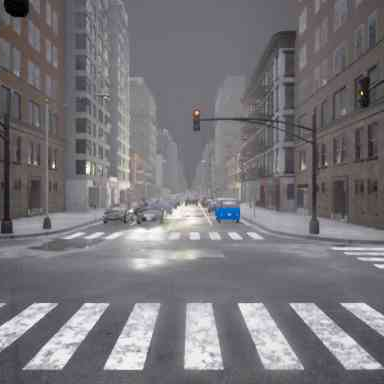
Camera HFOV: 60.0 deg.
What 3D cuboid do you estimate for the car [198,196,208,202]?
[{"bbox_3d":[2.519,1.518,76.068,2.008,1.369,4.403,0,0,0],"label":"car"}]

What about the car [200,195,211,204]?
[{"bbox_3d":[2.537,1.417,64.705,1.967,1.590,4.097,0,0,0],"label":"car"}]

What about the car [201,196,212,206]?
[{"bbox_3d":[2.563,1.572,47.662,1.802,1.307,4.206,0,0,0],"label":"car"}]

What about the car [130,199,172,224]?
[{"bbox_3d":[-2.876,1.488,24.467,2.128,1.511,4.902,0,0,-1],"label":"car"}]

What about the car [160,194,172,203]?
[{"bbox_3d":[-5.497,1.287,70.370,2.192,1.841,5.009,0,0,0],"label":"car"}]

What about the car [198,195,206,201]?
[{"bbox_3d":[2.502,1.524,87.431,1.947,1.339,4.313,0,0,0],"label":"car"}]

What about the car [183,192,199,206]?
[{"bbox_3d":[-0.086,1.337,55.032,2.097,1.767,4.553,0,0,0],"label":"car"}]

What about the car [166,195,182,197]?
[{"bbox_3d":[-2.889,1.550,53.158,1.994,1.385,4.181,0,0,1],"label":"car"}]

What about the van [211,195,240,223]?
[{"bbox_3d":[2.598,1.338,24.936,1.690,1.788,3.998,0,0,0],"label":"van"}]

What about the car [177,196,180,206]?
[{"bbox_3d":[-2.914,1.557,43.136,1.994,1.385,4.181,0,0,0],"label":"car"}]

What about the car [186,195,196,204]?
[{"bbox_3d":[-0.101,1.454,65.064,1.882,1.535,5.008,0,0,0],"label":"car"}]

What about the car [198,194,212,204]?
[{"bbox_3d":[2.554,1.301,53.343,2.192,1.841,5.009,0,0,0],"label":"car"}]

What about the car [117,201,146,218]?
[{"bbox_3d":[-5.436,1.541,30.597,1.887,1.381,4.507,0,0,0],"label":"car"}]

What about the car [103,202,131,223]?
[{"bbox_3d":[-5.427,1.548,24.915,2.008,1.369,4.403,0,0,0],"label":"car"}]

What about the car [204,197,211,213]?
[{"bbox_3d":[2.580,1.577,36.299,1.802,1.307,4.206,0,0,0],"label":"car"}]

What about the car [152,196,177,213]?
[{"bbox_3d":[-2.903,1.473,33.910,1.882,1.535,5.008,0,0,0],"label":"car"}]
